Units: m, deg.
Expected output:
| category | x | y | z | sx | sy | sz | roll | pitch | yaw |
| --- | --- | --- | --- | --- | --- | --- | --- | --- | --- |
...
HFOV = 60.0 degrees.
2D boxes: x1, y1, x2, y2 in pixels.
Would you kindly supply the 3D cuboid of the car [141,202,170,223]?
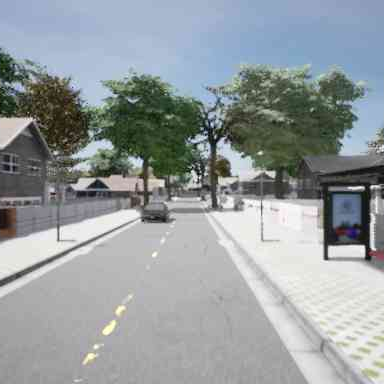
| category | x | y | z | sx | sy | sz | roll | pitch | yaw |
| --- | --- | --- | --- | --- | --- | --- | --- | --- | --- |
| car | -2.845 | 1.573 | 26.444 | 1.882 | 1.535 | 5.008 | 0 | 0 | 0 |
